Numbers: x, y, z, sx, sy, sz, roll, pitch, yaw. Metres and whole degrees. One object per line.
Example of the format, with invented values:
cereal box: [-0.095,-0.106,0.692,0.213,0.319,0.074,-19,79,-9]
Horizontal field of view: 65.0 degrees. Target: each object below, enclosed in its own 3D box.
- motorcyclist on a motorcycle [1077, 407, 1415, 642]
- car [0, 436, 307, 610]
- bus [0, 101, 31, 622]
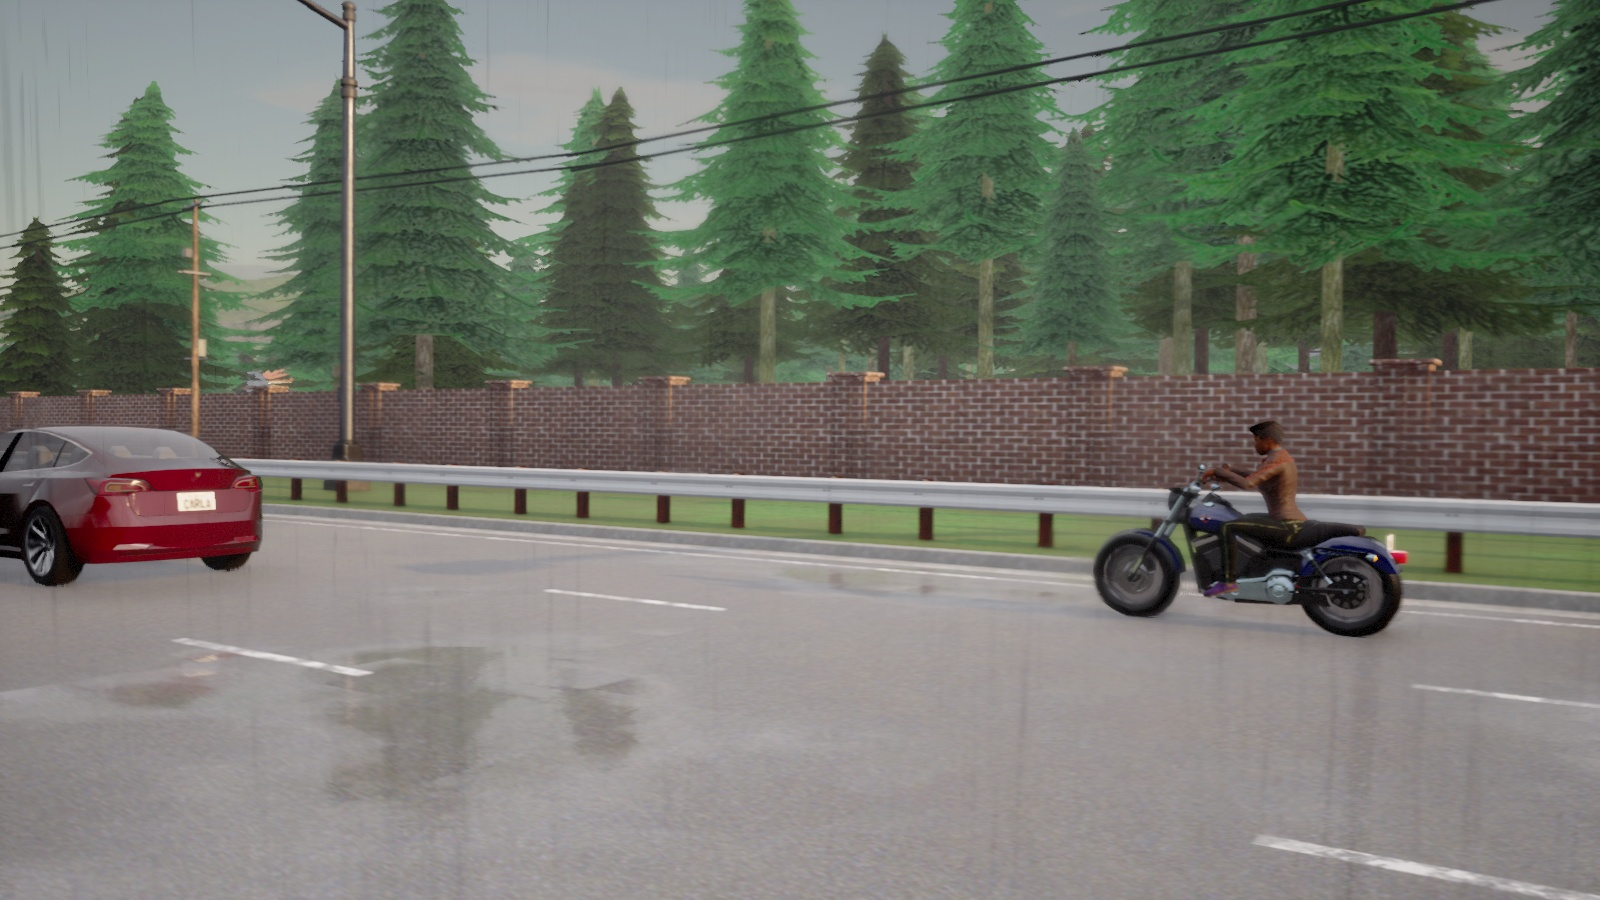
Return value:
motorcyclist on a motorcycle: [3.428,0.519,9.786,2.350,1.649,0.766,0,1,34]
car: [-7.553,0.622,13.075,4.792,1.488,2.163,0,1,34]
bus: [-11.767,-0.698,11.695,10.273,4.253,3.944,0,1,34]
